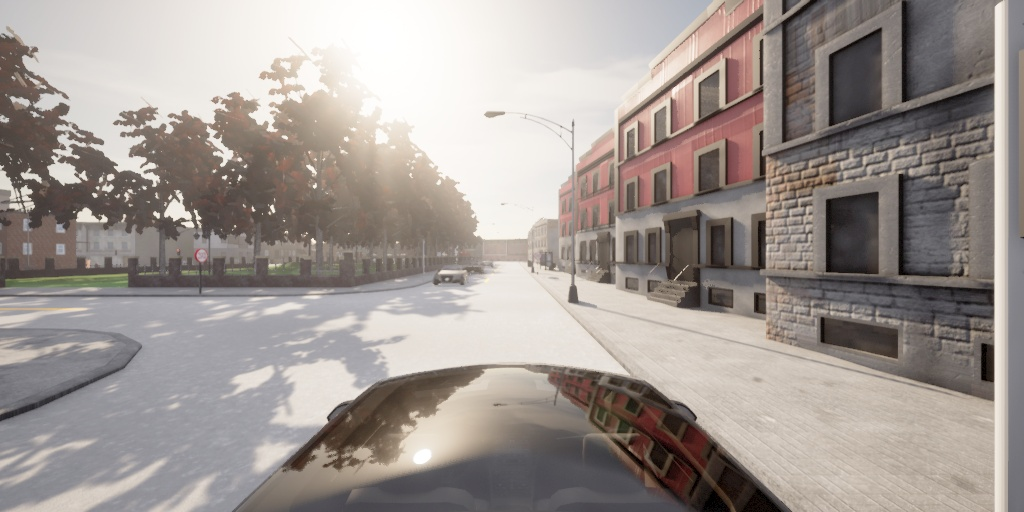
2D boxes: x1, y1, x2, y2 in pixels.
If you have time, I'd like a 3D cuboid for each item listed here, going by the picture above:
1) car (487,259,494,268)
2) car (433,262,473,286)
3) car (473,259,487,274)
[{"bbox_3d":[-4.170,1.231,61.708,2.128,1.511,4.902,0,0,0],"label":"car"},{"bbox_3d":[-4.159,1.309,24.977,1.994,1.385,4.181,0,0,0],"label":"car"},{"bbox_3d":[-4.197,1.343,40.489,1.895,1.301,4.718,0,0,0],"label":"car"}]
